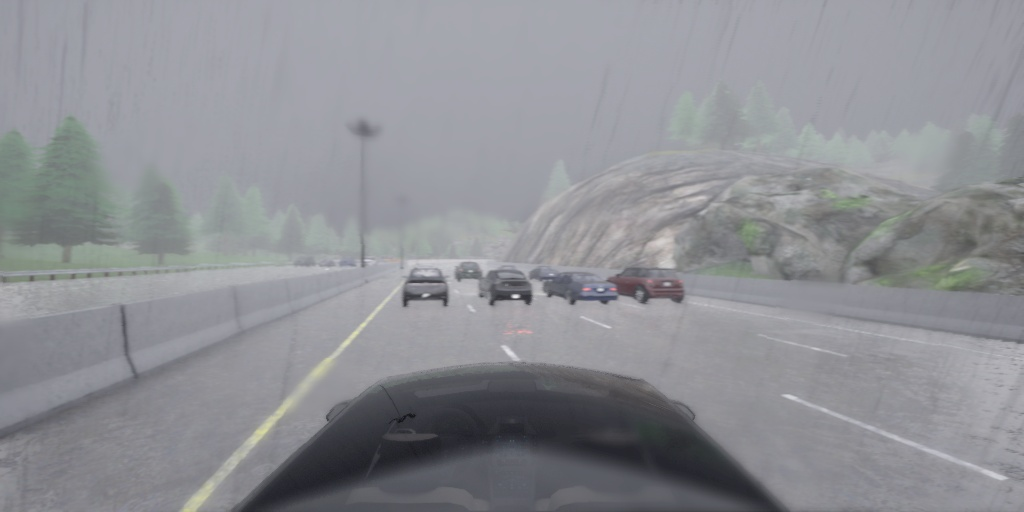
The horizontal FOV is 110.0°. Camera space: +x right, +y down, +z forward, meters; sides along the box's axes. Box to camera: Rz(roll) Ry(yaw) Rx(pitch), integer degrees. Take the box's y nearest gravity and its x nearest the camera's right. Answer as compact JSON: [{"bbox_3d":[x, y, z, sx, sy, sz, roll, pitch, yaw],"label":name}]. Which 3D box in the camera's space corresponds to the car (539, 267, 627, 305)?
[{"bbox_3d":[3.066,1.449,17.225,2.033,1.411,5.357,1,0,-13],"label":"car"}]

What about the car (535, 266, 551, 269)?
[{"bbox_3d":[2.933,1.577,32.917,1.994,1.385,4.181,1,0,-13],"label":"car"}]

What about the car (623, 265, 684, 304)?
[{"bbox_3d":[6.453,1.301,18.128,2.097,1.767,4.553,1,-1,-13],"label":"car"}]

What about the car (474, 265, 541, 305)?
[{"bbox_3d":[-0.409,1.361,16.726,1.837,1.490,4.892,1,0,-13],"label":"car"}]

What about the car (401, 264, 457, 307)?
[{"bbox_3d":[-3.811,1.297,15.904,2.128,1.511,4.902,1,0,-13],"label":"car"}]

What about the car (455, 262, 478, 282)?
[{"bbox_3d":[-3.829,1.264,31.102,2.097,1.767,4.553,1,-1,-13],"label":"car"}]

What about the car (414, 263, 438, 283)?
[{"bbox_3d":[-7.300,1.392,30.572,1.812,1.442,4.674,1,0,-13],"label":"car"}]
